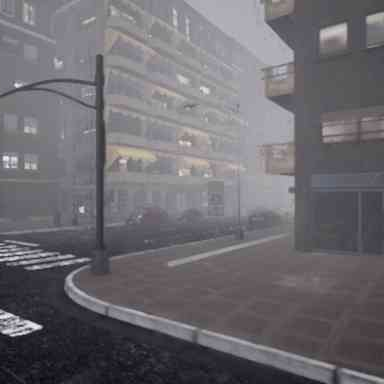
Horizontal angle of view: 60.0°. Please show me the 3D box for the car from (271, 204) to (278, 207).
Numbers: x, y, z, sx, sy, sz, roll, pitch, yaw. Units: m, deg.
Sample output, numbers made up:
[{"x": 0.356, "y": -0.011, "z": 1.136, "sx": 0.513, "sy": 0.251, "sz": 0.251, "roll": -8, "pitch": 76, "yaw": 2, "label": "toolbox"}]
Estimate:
[{"x": 12.290, "y": 2.609, "z": 51.721, "sx": 1.752, "sy": 1.417, "sz": 4.829, "roll": -2, "pitch": -2, "yaw": 35, "label": "car"}]

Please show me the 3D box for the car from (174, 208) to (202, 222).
[{"x": -0.573, "y": 2.265, "z": 33.226, "sx": 1.802, "sy": 1.307, "sz": 4.206, "roll": -2, "pitch": -2, "yaw": 35, "label": "car"}]

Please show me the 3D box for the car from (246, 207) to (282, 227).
[{"x": 6.252, "y": 2.212, "z": 28.479, "sx": 1.947, "sy": 1.339, "sz": 4.313, "roll": -2, "pitch": -2, "yaw": 35, "label": "car"}]

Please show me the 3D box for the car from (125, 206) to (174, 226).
[{"x": -3.814, "y": 2.022, "z": 28.572, "sx": 1.967, "sy": 1.590, "sz": 4.097, "roll": -2, "pitch": -2, "yaw": 35, "label": "car"}]

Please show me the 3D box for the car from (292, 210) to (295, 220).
[{"x": 12.733, "y": 2.414, "z": 37.796, "sx": 1.947, "sy": 1.339, "sz": 4.313, "roll": -2, "pitch": -2, "yaw": 35, "label": "car"}]

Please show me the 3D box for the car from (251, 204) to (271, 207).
[{"x": 9.146, "y": 2.531, "z": 47.201, "sx": 1.887, "sy": 1.381, "sz": 4.507, "roll": -2, "pitch": -2, "yaw": 35, "label": "car"}]
